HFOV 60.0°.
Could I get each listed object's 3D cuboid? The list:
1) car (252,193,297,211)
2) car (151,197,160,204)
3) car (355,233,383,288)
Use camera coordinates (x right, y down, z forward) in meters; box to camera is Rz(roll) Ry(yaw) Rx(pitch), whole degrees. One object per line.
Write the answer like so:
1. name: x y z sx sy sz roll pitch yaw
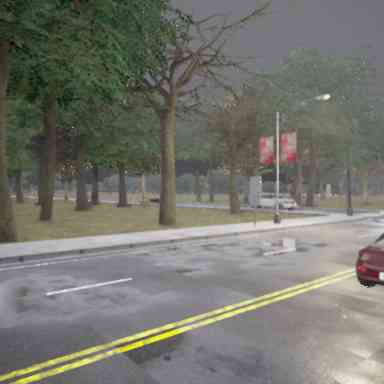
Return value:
1. car: 9.822 1.165 40.087 2.150 2.045 5.566 0 0 -39
2. car: -5.309 1.525 59.066 1.895 1.301 4.718 0 0 -38
3. car: 5.657 1.516 8.021 4.674 1.442 1.812 0 0 -39
